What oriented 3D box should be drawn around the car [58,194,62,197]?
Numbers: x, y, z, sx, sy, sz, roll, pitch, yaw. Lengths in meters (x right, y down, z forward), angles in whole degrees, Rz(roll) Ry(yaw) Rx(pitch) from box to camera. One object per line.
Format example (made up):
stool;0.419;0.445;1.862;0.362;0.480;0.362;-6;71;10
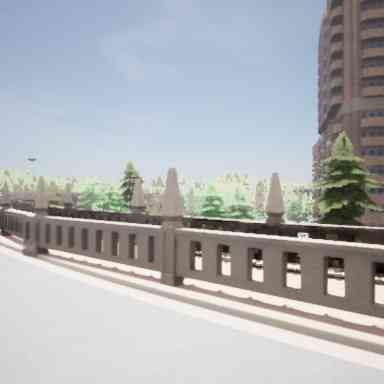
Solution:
car;-33.704;1.560;82.468;2.150;2.045;5.566;0;0;8
